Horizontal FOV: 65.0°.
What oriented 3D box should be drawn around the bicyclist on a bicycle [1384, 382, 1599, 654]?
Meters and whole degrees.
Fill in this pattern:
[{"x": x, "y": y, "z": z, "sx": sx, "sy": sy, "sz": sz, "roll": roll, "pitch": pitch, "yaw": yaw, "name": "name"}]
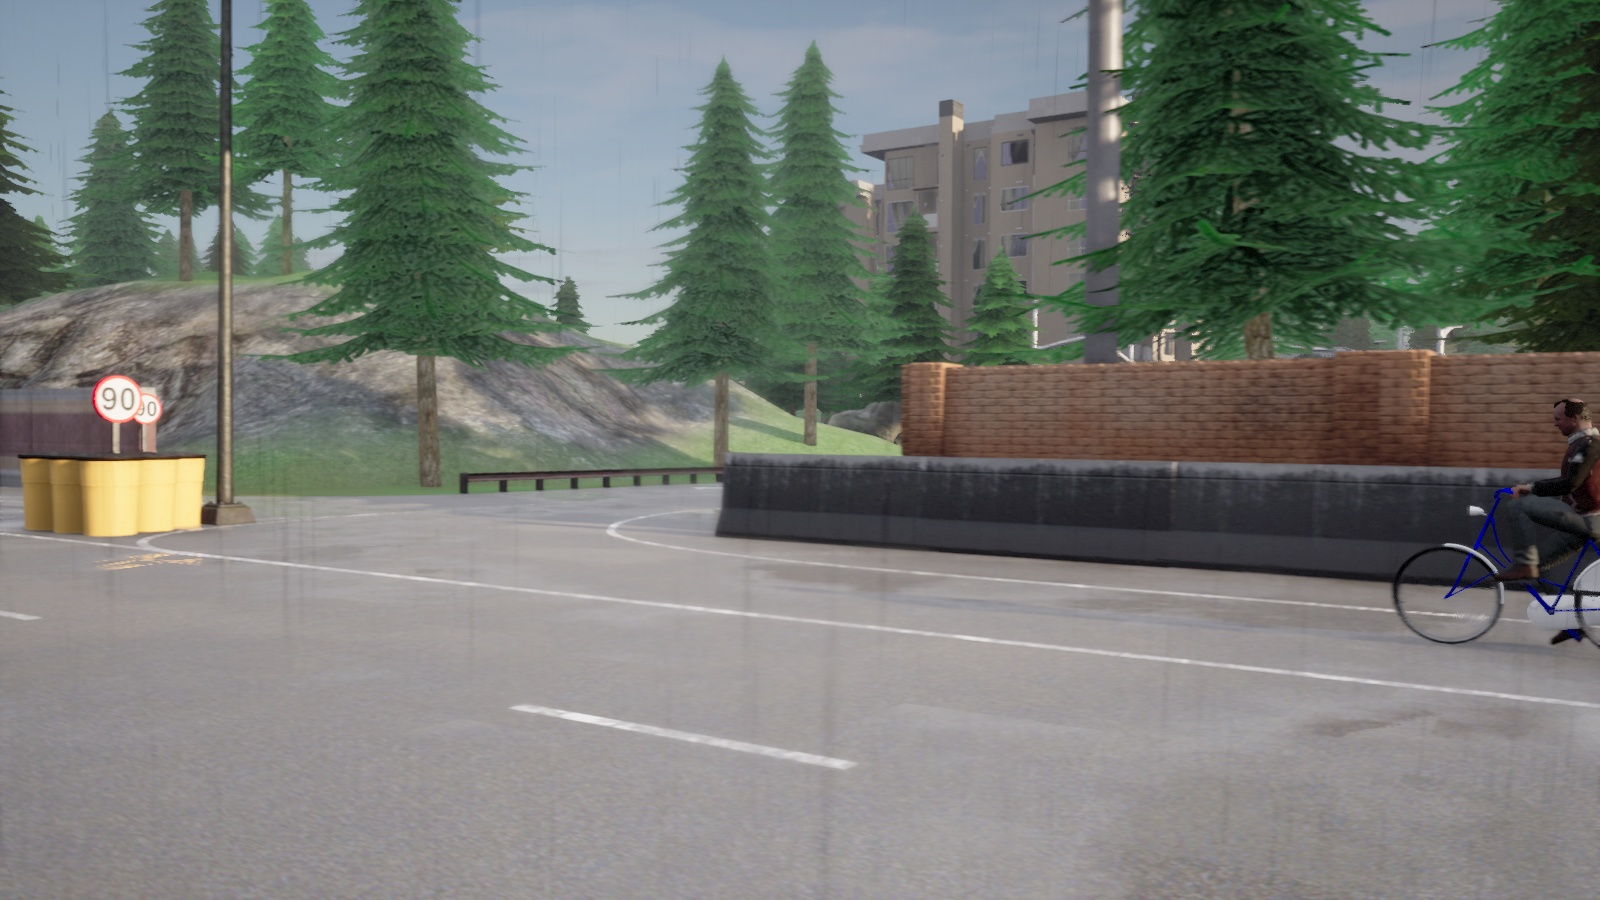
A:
[{"x": 5.084, "y": 0.438, "z": 8.646, "sx": 1.843, "sy": 1.776, "sz": 0.659, "roll": 0, "pitch": 1, "yaw": 34, "name": "bicyclist on a bicycle"}]
